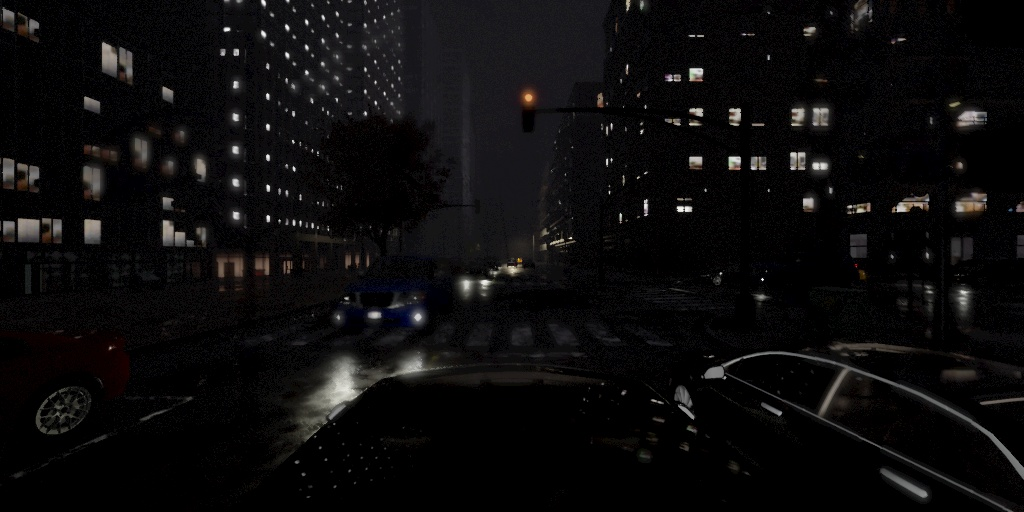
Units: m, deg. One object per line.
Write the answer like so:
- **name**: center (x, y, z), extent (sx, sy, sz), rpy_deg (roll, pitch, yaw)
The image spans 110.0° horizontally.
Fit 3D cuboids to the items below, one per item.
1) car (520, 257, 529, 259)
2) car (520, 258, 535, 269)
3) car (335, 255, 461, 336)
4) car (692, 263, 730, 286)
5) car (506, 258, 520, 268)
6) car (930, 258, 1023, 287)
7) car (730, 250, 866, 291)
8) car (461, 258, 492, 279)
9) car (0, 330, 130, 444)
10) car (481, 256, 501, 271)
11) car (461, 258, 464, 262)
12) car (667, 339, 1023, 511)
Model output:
- **car**: center (2.718, 1.316, 62.769), extent (1.751, 1.417, 4.829), rpy_deg (0, 0, 0)
- **car**: center (2.716, 1.350, 57.077), extent (1.948, 1.339, 4.313), rpy_deg (0, 0, 0)
- **car**: center (-3.092, 0.973, 10.787), extent (2.150, 2.045, 5.566), rpy_deg (0, 0, 0)
- **car**: center (13.444, 1.095, 22.009), extent (4.403, 1.370, 2.007), rpy_deg (0, 0, -1)
- **car**: center (0.028, 1.285, 64.309), extent (2.128, 1.511, 4.902), rpy_deg (0, 0, 0)
- **car**: center (25.870, 0.877, 19.538), extent (4.892, 1.490, 1.837), rpy_deg (-1, 0, -1)
- **car**: center (15.434, 0.740, 19.440), extent (5.566, 2.045, 2.150), rpy_deg (-1, 0, -1)
- **car**: center (-3.086, 1.240, 32.447), extent (1.882, 1.535, 5.008), rpy_deg (0, 0, 0)
- **car**: center (-5.692, 1.295, 2.602), extent (1.888, 1.381, 4.507), rpy_deg (0, 0, 0)
- **car**: center (-3.074, 0.999, 50.175), extent (2.150, 2.045, 5.566), rpy_deg (0, 0, 0)
- **car**: center (-5.676, 1.079, 34.990), extent (2.192, 1.841, 5.009), rpy_deg (0, 0, 0)
- **car**: center (2.689, 1.300, 2.598), extent (2.007, 1.370, 4.403), rpy_deg (0, 0, 0)
